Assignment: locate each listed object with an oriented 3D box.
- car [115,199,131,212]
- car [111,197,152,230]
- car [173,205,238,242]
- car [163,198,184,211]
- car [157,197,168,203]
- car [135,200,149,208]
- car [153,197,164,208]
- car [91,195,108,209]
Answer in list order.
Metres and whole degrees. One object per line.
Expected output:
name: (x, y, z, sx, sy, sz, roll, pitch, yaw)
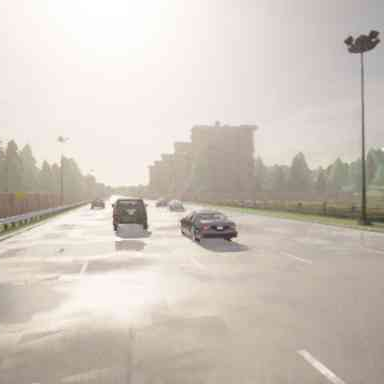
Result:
car: (-9.627, 1.827, 46.089, 2.128, 1.511, 4.902, -1, 0, -13)
car: (-4.272, 1.383, 22.705, 2.150, 2.045, 5.566, -1, 0, -13)
car: (0.654, 1.627, 16.886, 2.033, 1.411, 5.357, -1, 0, -13)
car: (-2.319, 1.782, 45.531, 1.812, 1.442, 4.674, -1, -1, -13)
car: (-7.213, 2.042, 81.425, 1.994, 1.385, 4.181, -1, 0, -13)
car: (-8.402, 1.973, 55.914, 1.895, 1.301, 4.718, -1, 0, -13)
car: (-5.032, 1.906, 56.870, 1.994, 1.385, 4.181, -1, 0, -13)
car: (-14.970, 1.778, 53.253, 2.097, 1.767, 4.553, -1, 0, -13)
